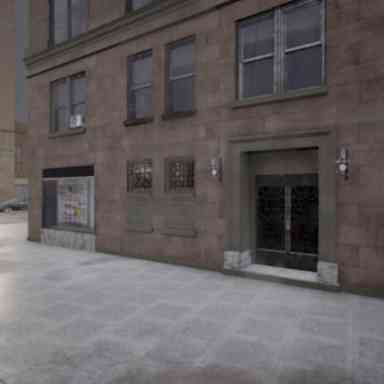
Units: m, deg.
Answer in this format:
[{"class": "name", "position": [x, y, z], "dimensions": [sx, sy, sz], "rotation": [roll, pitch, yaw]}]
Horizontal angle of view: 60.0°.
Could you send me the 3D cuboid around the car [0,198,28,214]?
[{"class": "car", "position": [-17.561, 1.370, 33.564], "dimensions": [1.837, 1.490, 4.892], "rotation": [0, 0, 35]}]
